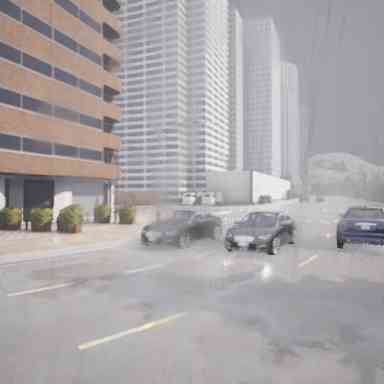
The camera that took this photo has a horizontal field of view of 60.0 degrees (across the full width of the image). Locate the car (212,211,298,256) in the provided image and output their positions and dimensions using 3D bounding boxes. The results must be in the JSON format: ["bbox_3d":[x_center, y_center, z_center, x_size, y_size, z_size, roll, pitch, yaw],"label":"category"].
[{"bbox_3d":[2.982,1.535,13.549,2.128,1.511,4.902,0,0,30],"label":"car"}]

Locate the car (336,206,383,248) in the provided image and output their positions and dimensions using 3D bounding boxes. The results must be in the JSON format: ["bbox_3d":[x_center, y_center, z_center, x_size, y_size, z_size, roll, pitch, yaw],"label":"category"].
[{"bbox_3d":[7.563,1.378,14.552,2.097,1.767,4.553,0,0,27],"label":"car"}]

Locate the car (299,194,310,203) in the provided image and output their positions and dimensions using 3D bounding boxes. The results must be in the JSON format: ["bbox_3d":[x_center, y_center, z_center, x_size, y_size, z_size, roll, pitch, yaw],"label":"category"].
[{"bbox_3d":[26.554,1.423,78.563,2.150,2.045,5.566,0,0,22],"label":"car"}]

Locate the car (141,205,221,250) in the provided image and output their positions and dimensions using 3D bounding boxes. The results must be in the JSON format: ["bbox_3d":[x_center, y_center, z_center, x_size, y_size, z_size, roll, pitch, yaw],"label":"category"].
[{"bbox_3d":[-0.273,1.554,14.886,2.128,1.511,4.902,0,0,31],"label":"car"}]

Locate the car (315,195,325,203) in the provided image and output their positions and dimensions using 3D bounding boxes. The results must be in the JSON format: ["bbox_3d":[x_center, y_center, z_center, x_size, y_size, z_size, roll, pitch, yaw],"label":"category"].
[{"bbox_3d":[29.816,1.534,77.290,2.097,1.767,4.553,0,0,22],"label":"car"}]
